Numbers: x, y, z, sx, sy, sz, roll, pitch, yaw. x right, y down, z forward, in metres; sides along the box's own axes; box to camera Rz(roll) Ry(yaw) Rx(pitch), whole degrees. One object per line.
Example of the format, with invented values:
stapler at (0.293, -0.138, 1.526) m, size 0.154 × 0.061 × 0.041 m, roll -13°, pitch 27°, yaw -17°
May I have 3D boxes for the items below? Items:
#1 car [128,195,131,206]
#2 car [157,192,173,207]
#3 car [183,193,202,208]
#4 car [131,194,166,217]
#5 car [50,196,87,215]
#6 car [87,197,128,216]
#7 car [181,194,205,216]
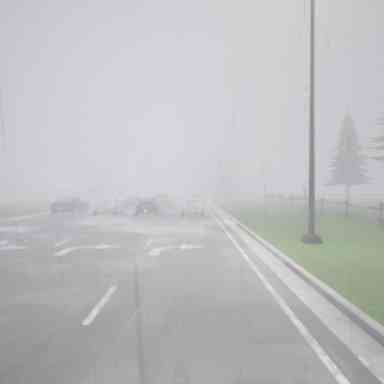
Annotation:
car at (-6.927, 1.029, 39.806) m, size 1.994 × 1.385 × 4.181 m, roll 0°, pitch 1°, yaw 0°
car at (-3.428, 0.823, 39.552) m, size 2.097 × 1.767 × 4.553 m, roll 0°, pitch 1°, yaw 0°
car at (0.070, 0.962, 39.437) m, size 2.128 × 1.511 × 4.902 m, roll 0°, pitch 1°, yaw 0°
car at (-3.451, 1.138, 27.199) m, size 1.837 × 1.490 × 4.892 m, roll 0°, pitch 0°, yaw 0°
car at (-10.439, 1.092, 28.723) m, size 1.882 × 1.535 × 5.008 m, roll 0°, pitch 1°, yaw 0°
car at (-6.947, 1.151, 27.942) m, size 1.812 × 1.442 × 4.674 m, roll 0°, pitch 1°, yaw 0°
car at (0.052, 1.156, 27.573) m, size 1.812 × 1.442 × 4.674 m, roll 0°, pitch 1°, yaw 0°
